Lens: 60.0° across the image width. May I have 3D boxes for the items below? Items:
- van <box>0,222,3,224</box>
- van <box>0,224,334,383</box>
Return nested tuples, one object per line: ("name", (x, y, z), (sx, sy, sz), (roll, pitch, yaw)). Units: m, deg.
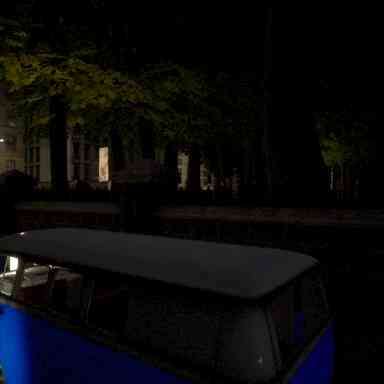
("van", (-5.278, 1.340, 6.657), (3.998, 1.788, 1.690), (0, 0, 36))
("van", (-0.687, 1.341, 3.351), (3.998, 1.788, 1.690), (0, 0, 36))
